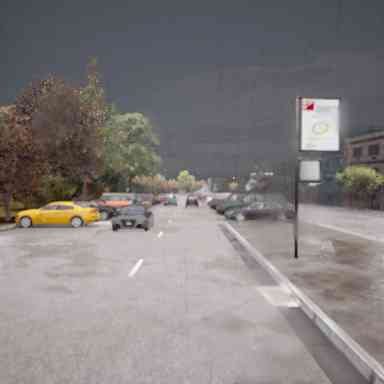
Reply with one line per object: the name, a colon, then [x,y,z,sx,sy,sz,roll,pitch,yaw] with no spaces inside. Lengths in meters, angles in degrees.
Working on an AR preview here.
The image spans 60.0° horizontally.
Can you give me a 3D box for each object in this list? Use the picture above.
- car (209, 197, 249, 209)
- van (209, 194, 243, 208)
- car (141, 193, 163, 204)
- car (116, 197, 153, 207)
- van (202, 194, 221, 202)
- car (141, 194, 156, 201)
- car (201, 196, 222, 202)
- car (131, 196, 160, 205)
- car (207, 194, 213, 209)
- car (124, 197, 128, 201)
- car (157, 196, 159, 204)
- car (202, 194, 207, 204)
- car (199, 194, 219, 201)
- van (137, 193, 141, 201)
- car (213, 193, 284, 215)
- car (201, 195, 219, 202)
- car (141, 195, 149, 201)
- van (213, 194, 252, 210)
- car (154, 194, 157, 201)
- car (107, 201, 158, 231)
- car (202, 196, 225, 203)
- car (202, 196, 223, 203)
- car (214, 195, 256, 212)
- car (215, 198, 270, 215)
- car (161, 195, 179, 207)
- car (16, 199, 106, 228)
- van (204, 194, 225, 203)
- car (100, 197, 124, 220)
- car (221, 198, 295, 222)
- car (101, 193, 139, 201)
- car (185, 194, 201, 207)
car: [4.755,1.426,43.177,4.892,1.521,2.231,0,0,0]
van: [4.629,1.212,45.980,4.442,1.987,1.878,0,0,0]
car: [-8.324,1.241,57.000,5.566,2.045,2.435,0,0,0]
car: [-8.333,1.452,48.646,5.008,1.535,2.097,0,0,0]
van: [4.803,1.455,82.420,4.442,1.987,1.878,0,0,0]
car: [-8.148,1.436,45.860,5.366,1.575,1.946,0,0,0]
car: [4.696,1.658,79.615,5.008,1.535,2.097,0,0,0]
car: [-8.351,1.510,59.786,5.008,1.535,2.097,0,0,0]
car: [4.728,1.138,34.768,5.566,2.045,2.435,0,0,0]
car: [-8.324,1.417,29.154,4.674,1.452,2.002,0,0,0]
car: [-8.376,1.507,54.216,4.792,1.488,2.163,0,0,0]
car: [4.708,1.213,51.588,5.566,2.045,2.435,0,0,0]
car: [4.697,1.517,93.633,5.566,2.045,2.435,0,0,0]
van: [-8.441,1.174,37.503,4.442,1.987,1.878,0,0,0]
car: [4.729,1.123,26.358,5.566,2.045,2.435,0,0,0]
car: [4.651,1.577,85.222,4.553,1.767,2.185,0,0,0]
car: [-8.328,1.466,43.074,4.674,1.452,2.002,0,0,0]
van: [4.869,1.186,40.374,4.442,1.987,1.878,0,0,0]
car: [-8.313,1.494,51.431,4.792,1.488,2.163,0,0,0]
car: [-3.340,1.471,19.494,1.994,1.385,4.181,0,0,0]
car: [4.729,1.644,74.008,4.792,1.488,2.163,0,0,0]
car: [4.725,1.666,76.812,4.792,1.488,2.163,0,0,0]
car: [4.787,1.273,37.569,4.553,1.767,2.185,0,0,0]
car: [4.751,1.381,31.962,4.892,1.521,2.231,0,0,0]
car: [-3.278,1.551,51.783,1.994,1.385,4.181,0,0,0]
car: [-8.319,1.382,20.798,5.008,1.535,2.097,0,0,0]
van: [4.821,1.366,71.207,4.442,1.987,1.878,0,0,0]
car: [-8.328,1.375,26.367,5.008,1.535,2.097,0,0,0]
car: [4.762,1.378,23.557,4.892,1.521,2.231,0,0,0]
car: [-8.292,1.264,34.722,4.553,1.767,2.185,0,0,0]
car: [-0.005,1.453,49.518,1.882,1.535,5.008,0,0,0]
